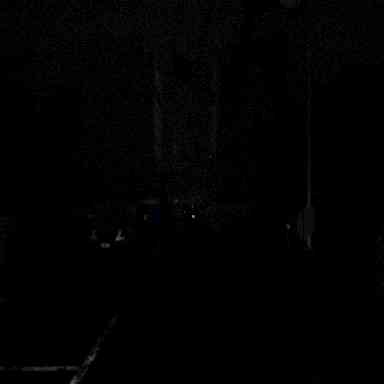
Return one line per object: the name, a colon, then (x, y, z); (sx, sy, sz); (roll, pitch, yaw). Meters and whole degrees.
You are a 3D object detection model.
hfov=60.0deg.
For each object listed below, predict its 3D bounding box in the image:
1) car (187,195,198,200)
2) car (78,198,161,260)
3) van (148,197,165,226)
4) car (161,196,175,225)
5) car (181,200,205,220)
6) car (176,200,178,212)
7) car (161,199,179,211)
car: (0.083, 1.496, 41.099); (1.882, 1.535, 5.008); (0, 0, 0)
car: (-2.631, 1.310, 12.641); (2.192, 1.841, 5.009); (0, 0, 0)
van: (-2.631, 1.337, 18.255); (1.690, 1.788, 3.998); (0, 0, 0)
car: (-2.631, 1.314, 23.869); (2.192, 1.841, 5.009); (0, 0, 0)
car: (0.097, 1.603, 27.965); (1.895, 1.301, 4.718); (0, 0, 0)
car: (-2.630, 1.326, 35.096); (2.192, 1.841, 5.009); (0, 0, 0)
car: (-2.630, 1.569, 40.710); (2.008, 1.369, 4.403); (0, 0, 0)
